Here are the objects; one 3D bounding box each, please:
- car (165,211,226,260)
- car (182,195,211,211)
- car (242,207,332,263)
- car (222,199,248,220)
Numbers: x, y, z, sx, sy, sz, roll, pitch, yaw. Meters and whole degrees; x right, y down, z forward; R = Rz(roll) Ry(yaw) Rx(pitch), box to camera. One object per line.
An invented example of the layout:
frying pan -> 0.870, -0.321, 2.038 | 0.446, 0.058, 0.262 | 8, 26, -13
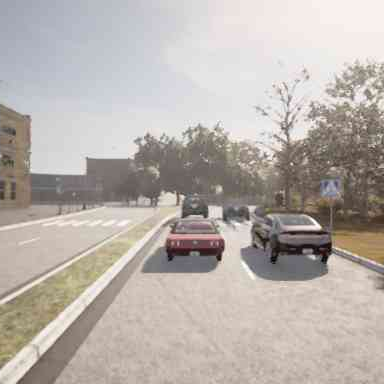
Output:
car -> 0.093, 1.620, 12.459 | 1.895, 1.301, 4.718 | 0, 0, 0
car -> 0.368, 1.267, 28.468 | 2.150, 2.045, 5.566 | 0, 0, 4
car -> 3.340, 1.509, 11.983 | 2.128, 1.511, 4.902 | 0, 0, 0
car -> 3.660, 1.392, 28.273 | 2.097, 1.767, 4.553 | 0, 0, 4
